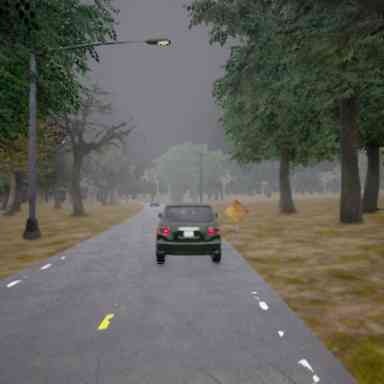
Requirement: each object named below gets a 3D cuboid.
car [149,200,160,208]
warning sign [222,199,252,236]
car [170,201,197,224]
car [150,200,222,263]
[{"bbox_3d":[-7.341,2.342,65.402,2.033,1.411,5.357,0,-1,-7],"label":"car"},{"bbox_3d":[2.331,1.308,17.399,1.300,1.860,1.060,-1,-2,-2],"label":"warning sign"},{"bbox_3d":[-0.807,1.664,28.583,2.097,1.767,4.553,0,-1,-3],"label":"car"},{"bbox_3d":[-0.146,1.364,12.672,2.150,2.045,5.566,0,0,-1],"label":"car"}]
